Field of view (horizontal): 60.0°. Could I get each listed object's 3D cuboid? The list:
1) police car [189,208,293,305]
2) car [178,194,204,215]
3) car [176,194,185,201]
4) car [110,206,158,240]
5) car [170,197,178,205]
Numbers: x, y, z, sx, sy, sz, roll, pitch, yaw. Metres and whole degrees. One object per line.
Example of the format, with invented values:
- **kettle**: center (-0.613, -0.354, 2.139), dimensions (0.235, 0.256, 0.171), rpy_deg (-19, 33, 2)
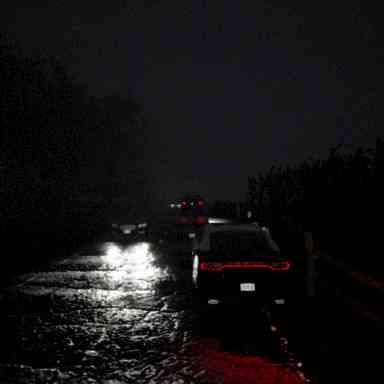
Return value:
- **police car**: center (0.950, 1.423, 8.281), dimensions (1.930, 1.638, 5.238), rpy_deg (0, 0, 0)
- **car**: center (0.016, 1.216, 33.750), dimensions (2.150, 2.045, 5.566), rpy_deg (0, 0, 0)
- **car**: center (-2.861, 1.338, 83.173), dimensions (2.128, 1.511, 4.902), rpy_deg (0, 0, 0)
- **car**: center (-2.873, 1.488, 17.187), dimensions (2.128, 1.511, 4.902), rpy_deg (0, 0, 0)
- **car**: center (-2.831, 1.541, 60.031), dimensions (2.033, 1.411, 5.357), rpy_deg (0, 0, 0)
